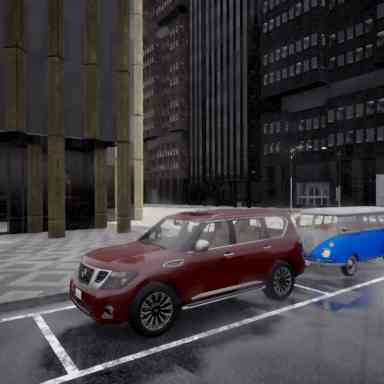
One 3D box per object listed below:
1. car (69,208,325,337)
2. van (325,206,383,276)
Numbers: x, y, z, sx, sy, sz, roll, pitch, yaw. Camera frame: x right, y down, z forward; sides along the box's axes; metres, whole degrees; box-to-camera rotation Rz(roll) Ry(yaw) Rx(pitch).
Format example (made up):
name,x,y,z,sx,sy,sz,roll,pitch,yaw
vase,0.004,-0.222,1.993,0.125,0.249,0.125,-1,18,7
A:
name,x,y,z,sx,sy,sz,roll,pitch,yaw
car,0.216,1.315,6.813,5.009,1.841,2.192,0,0,-36
van,4.712,1.341,10.023,3.998,1.788,1.690,0,0,-36
